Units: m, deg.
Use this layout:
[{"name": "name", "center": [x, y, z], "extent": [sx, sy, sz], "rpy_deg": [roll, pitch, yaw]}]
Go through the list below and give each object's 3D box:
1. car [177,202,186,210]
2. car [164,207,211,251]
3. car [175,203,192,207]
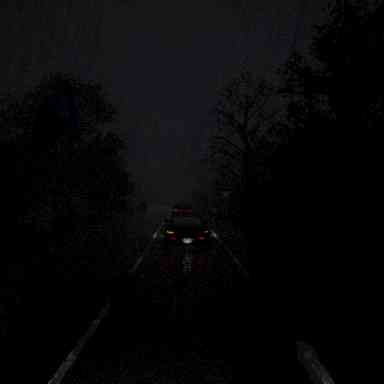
[{"name": "car", "center": [-2.516, 3.253, 77.099], "extent": [2.097, 1.767, 4.553], "rpy_deg": [0, -2, -2]}, {"name": "car", "center": [-0.239, 1.605, 14.299], "extent": [1.812, 1.442, 4.674], "rpy_deg": [0, 0, -2]}, {"name": "car", "center": [-0.783, 1.731, 29.352], "extent": [1.837, 1.490, 4.892], "rpy_deg": [0, -1, -2]}]
